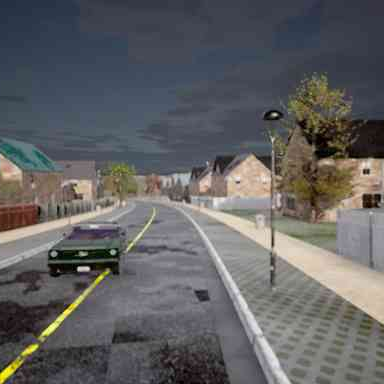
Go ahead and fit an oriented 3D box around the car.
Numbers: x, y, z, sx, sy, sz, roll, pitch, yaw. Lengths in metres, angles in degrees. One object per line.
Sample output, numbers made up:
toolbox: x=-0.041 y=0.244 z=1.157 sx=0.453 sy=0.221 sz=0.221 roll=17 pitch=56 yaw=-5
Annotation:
car: x=-3.085 y=1.639 z=10.552 sx=1.895 sy=1.301 sz=4.718 roll=0 pitch=0 yaw=-9
